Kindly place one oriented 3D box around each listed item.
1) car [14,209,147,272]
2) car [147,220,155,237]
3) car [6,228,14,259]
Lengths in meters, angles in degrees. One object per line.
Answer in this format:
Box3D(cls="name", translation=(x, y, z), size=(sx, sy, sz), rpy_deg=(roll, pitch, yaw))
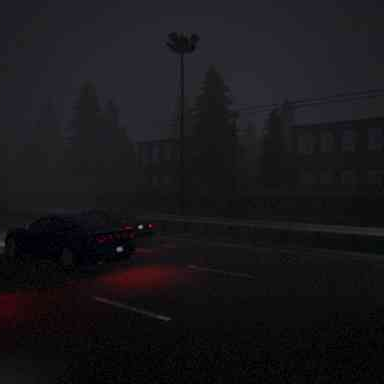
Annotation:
Box3D(cls="car", translation=(-4.008, 1.412, 10.621), size=(5.008, 1.535, 1.882), rpy_deg=(0, 0, 35))
Box3D(cls="car", translation=(-4.137, 1.462, 15.008), size=(5.357, 1.411, 2.033), rpy_deg=(0, 0, 35))
Box3D(cls="car", translation=(-6.587, 1.436, 8.159), size=(4.892, 1.490, 1.837), rpy_deg=(0, 0, 35))
